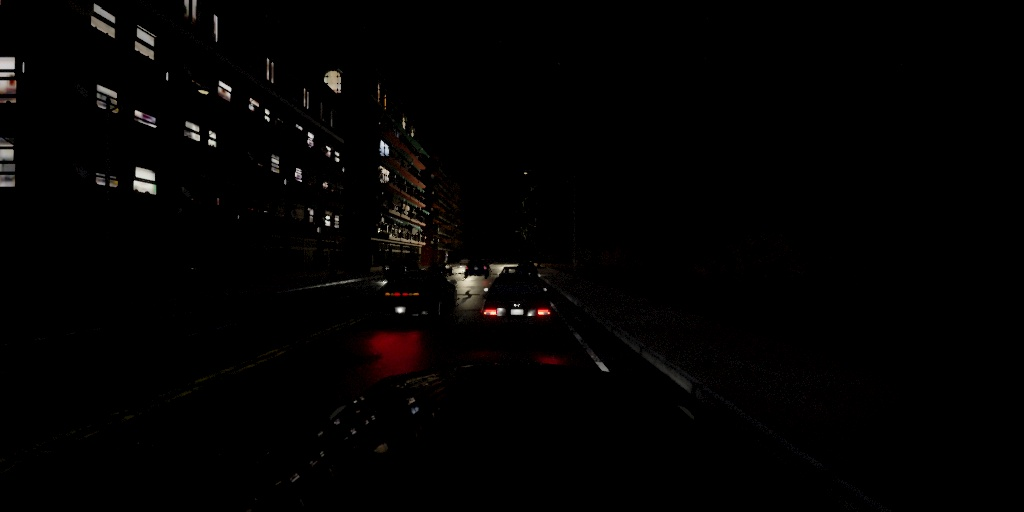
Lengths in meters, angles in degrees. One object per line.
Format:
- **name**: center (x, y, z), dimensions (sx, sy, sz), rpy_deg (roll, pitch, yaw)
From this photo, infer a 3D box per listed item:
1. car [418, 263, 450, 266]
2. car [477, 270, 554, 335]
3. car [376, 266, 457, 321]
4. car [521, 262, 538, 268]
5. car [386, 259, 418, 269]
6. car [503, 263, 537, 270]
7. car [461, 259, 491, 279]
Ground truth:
- **car**: center (-6.568, 1.301, 32.462), dimensions (2.033, 1.411, 5.357), rpy_deg (0, 0, 0)
- **car**: center (0.111, 1.299, 10.513), dimensions (2.033, 1.411, 5.357), rpy_deg (0, 0, 0)
- **car**: center (-3.140, 1.256, 12.510), dimensions (1.837, 1.490, 4.892), rpy_deg (0, 0, 0)
- **car**: center (1.167, 1.259, 30.642), dimensions (1.837, 1.490, 4.892), rpy_deg (0, 0, 0)
- **car**: center (-9.820, 1.105, 32.389), dimensions (2.097, 1.767, 4.553), rpy_deg (0, 0, 0)
- **car**: center (0.119, 1.300, 20.875), dimensions (2.033, 1.411, 5.357), rpy_deg (0, 0, 0)
- **car**: center (-3.123, 1.105, 33.314), dimensions (2.097, 1.767, 4.553), rpy_deg (0, 0, 0)
